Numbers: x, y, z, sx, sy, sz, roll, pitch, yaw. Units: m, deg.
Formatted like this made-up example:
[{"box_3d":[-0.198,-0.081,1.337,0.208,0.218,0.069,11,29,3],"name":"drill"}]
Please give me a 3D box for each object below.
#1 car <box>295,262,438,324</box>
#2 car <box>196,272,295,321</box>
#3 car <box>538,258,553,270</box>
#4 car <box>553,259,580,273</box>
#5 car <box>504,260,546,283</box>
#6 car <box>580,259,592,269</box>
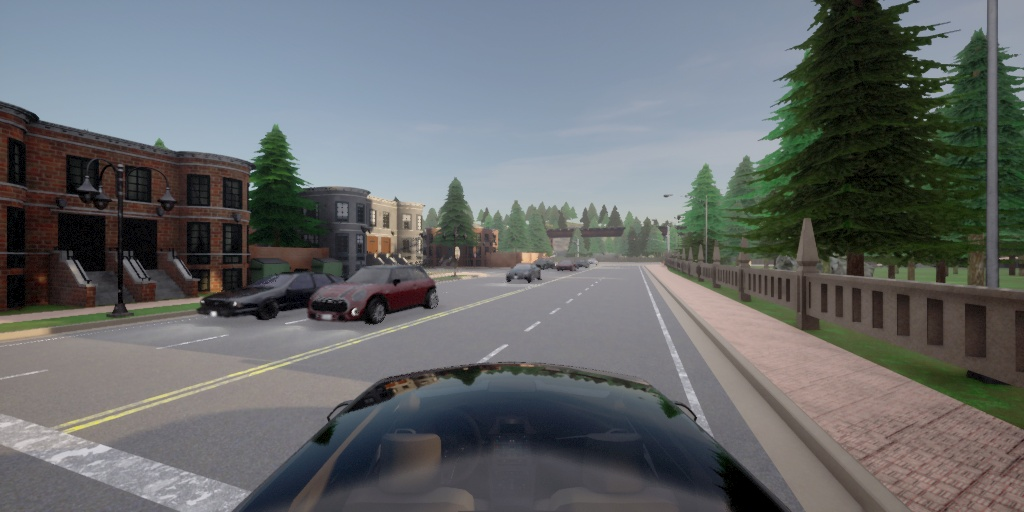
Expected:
[{"box_3d":[-4.414,1.102,12.069,2.097,1.767,4.553,0,0,19],"name":"car"},{"box_3d":[-7.816,1.297,12.938,2.033,1.411,5.357,0,0,19],"name":"car"},{"box_3d":[4.407,1.100,51.220,2.097,1.767,4.553,0,0,29],"name":"car"},{"box_3d":[6.872,1.227,45.003,1.882,1.535,5.008,0,0,19],"name":"car"},{"box_3d":[1.016,1.275,27.935,1.812,1.442,4.674,0,0,19],"name":"car"},{"box_3d":[11.178,1.313,57.522,1.994,1.385,4.181,0,0,19],"name":"car"}]
